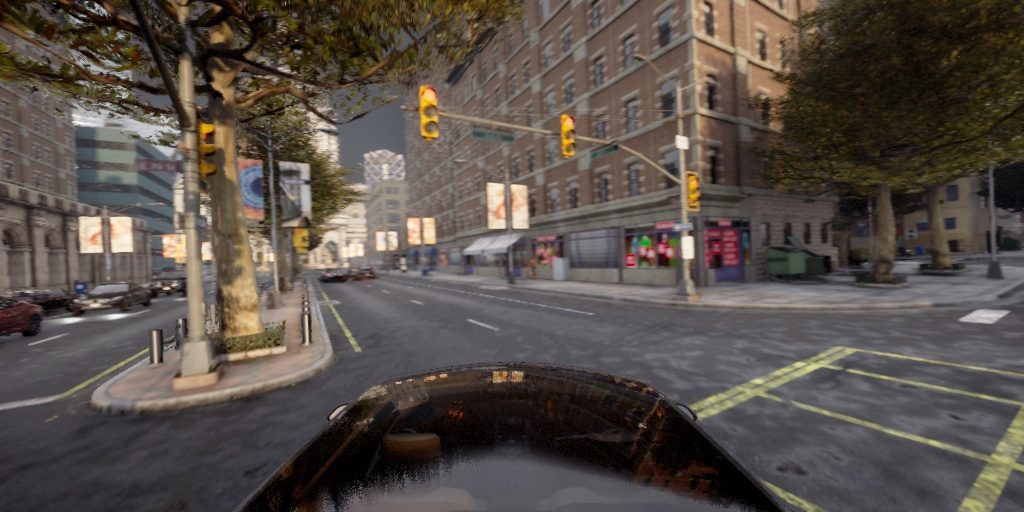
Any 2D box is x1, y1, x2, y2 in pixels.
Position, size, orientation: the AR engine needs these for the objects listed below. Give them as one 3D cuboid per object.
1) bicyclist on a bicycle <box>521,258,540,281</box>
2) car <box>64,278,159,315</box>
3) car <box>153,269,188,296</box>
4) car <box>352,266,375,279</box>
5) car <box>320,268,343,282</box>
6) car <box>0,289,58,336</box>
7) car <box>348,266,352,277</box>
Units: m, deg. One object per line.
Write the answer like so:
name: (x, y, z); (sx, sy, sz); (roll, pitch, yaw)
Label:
bicyclist on a bicycle: (1.353, 0.977, 26.014); (1.656, 1.620, 0.582); (-3, 0, -30)
car: (-21.250, 2.165, 19.281); (1.812, 1.442, 4.674); (-2, 0, -30)
car: (-26.540, 2.079, 28.476); (2.150, 2.045, 5.566); (-2, 0, -30)
car: (-18.138, 1.996, 44.146); (1.837, 1.490, 4.892); (-2, 0, -30)
car: (-20.752, 2.151, 41.680); (2.033, 1.411, 5.357); (-2, 0, -30)
car: (-16.245, 1.958, 10.559); (1.812, 1.442, 4.674); (-2, 0, -30)
car: (-22.732, 2.173, 52.145); (2.128, 1.511, 4.902); (-2, 0, -30)
